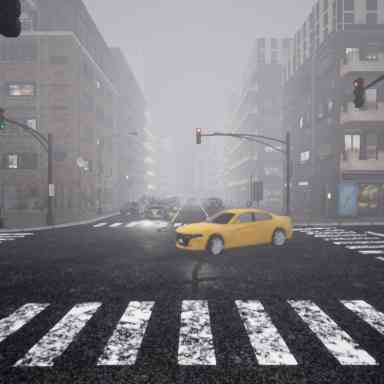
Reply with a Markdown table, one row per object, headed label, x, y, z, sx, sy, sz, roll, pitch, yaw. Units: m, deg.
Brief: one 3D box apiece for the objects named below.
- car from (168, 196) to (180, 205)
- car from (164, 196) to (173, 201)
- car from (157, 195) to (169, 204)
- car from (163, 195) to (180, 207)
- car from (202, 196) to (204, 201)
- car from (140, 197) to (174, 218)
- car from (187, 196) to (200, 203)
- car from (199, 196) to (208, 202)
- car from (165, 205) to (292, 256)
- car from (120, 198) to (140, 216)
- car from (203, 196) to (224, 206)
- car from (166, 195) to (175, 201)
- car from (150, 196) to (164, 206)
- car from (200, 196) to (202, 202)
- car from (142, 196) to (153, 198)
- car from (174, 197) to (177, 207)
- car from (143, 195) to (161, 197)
| label | x | y | z | sx | sy | sz | roll | pitch | yaw |
| --- | --- | --- | --- | --- | --- | --- | --- | --- | --- |
| car | -3.113 | 1.498 | 59.909 | 1.882 | 1.535 | 5.008 | 0 | 0 | 0 |
| car | -5.785 | 1.590 | 83.330 | 2.008 | 1.369 | 4.403 | 0 | 0 | 0 |
| car | -5.765 | 1.465 | 66.284 | 1.967 | 1.590 | 4.097 | 0 | 0 | 0 |
| car | -3.145 | 1.578 | 49.899 | 1.994 | 1.385 | 4.181 | 0 | 0 | 0 |
| car | 2.641 | 1.451 | 43.565 | 1.967 | 1.590 | 4.097 | 0 | 0 | 0 |
| car | -3.126 | 1.497 | 30.622 | 2.128 | 1.511 | 4.902 | 0 | 0 | 1 |
| car | -0.036 | 1.539 | 70.608 | 2.128 | 1.511 | 4.902 | 0 | 0 | 0 |
| car | 2.602 | 1.585 | 77.659 | 2.008 | 1.369 | 4.403 | 0 | 0 | 0 |
| car | 1.716 | 1.421 | 13.116 | 5.008 | 1.535 | 1.882 | -1 | -1 | -31 |
| car | -5.726 | 1.572 | 32.188 | 1.947 | 1.339 | 4.313 | 0 | 0 | 0 |
| car | 2.647 | 1.449 | 37.882 | 1.967 | 1.590 | 4.097 | 0 | 0 | 0 |
| car | -5.791 | 1.595 | 89.012 | 2.008 | 1.369 | 4.403 | 0 | 0 | 0 |
| car | -5.752 | 1.457 | 54.918 | 1.967 | 1.590 | 4.097 | 0 | 0 | 0 |
| car | 2.629 | 1.599 | 54.930 | 1.802 | 1.307 | 4.206 | 0 | 0 | 0 |
| car | -5.732 | 1.534 | 37.701 | 1.752 | 1.417 | 4.829 | 0 | 0 | 0 |
| car | -3.144 | 1.610 | 39.921 | 1.895 | 1.301 | 4.718 | 0 | 0 | 0 |
| car | -5.739 | 1.326 | 43.553 | 2.192 | 1.841 | 5.009 | 0 | 0 | 0 |
